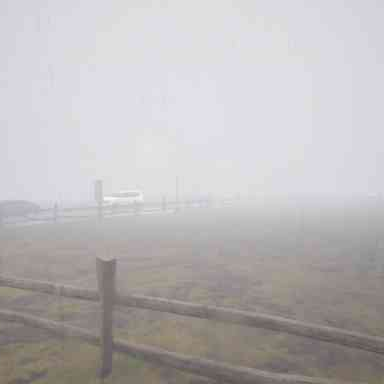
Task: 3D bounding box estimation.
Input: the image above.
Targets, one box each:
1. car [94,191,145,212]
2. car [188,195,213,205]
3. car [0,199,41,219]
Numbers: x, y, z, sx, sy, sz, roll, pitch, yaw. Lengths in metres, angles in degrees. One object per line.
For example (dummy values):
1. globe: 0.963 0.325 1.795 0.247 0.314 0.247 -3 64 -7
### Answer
1. car: -7.334 0.916 34.286 2.150 2.045 5.566 1 1 36
2. car: 1.173 1.086 46.045 1.994 1.385 4.181 1 1 36
3. car: -13.975 1.332 25.093 1.837 1.490 4.892 1 1 36
